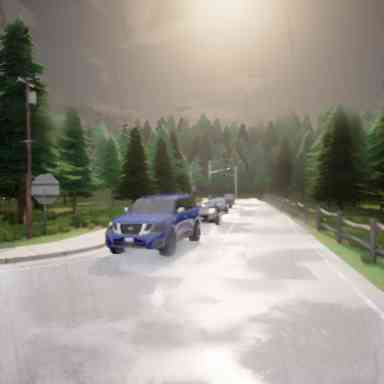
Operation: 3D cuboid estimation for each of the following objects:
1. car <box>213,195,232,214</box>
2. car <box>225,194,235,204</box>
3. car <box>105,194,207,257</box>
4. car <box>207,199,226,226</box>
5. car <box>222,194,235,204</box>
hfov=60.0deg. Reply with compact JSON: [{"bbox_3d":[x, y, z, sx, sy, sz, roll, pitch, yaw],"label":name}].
[{"bbox_3d":[2.575,1.270,32.100,1.812,1.442,4.674,0,0,9],"label":"car"},{"bbox_3d":[3.859,1.283,39.793,1.895,1.301,4.718,0,0,9],"label":"car"},{"bbox_3d":[-1.216,1.129,13.112,2.150,2.045,5.566,0,0,16],"label":"car"},{"bbox_3d":[0.921,1.392,21.856,1.994,1.385,4.181,0,0,10],"label":"car"},{"bbox_3d":[5.840,1.079,52.530,1.837,1.490,4.892,0,0,9],"label":"car"}]
